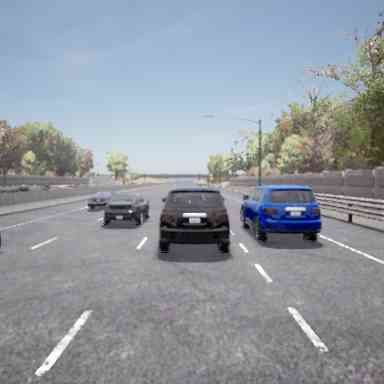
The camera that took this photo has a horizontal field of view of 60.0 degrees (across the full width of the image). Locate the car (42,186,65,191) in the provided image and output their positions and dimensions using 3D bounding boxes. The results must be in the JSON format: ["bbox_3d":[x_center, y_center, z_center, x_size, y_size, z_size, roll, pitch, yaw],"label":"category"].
[{"bbox_3d":[-21.214,-0.193,52.316,1.895,1.301,4.718,0,2,0],"label":"car"}]

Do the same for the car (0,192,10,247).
[{"bbox_3d":[-6.926,1.057,8.452,2.097,1.767,4.553,0,2,0],"label":"car"}]

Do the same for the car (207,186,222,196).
[{"bbox_3d":[3.342,-0.193,50.393,2.033,1.411,5.357,0,2,0],"label":"car"}]

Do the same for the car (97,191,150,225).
[{"bbox_3d":[-3.456,0.872,18.183,1.837,1.490,4.892,0,2,0],"label":"car"}]

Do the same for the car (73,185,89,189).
[{"bbox_3d":[-17.716,-0.326,53.358,1.837,1.490,4.892,0,2,0],"label":"car"}]

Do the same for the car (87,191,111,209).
[{"bbox_3d":[-6.986,0.603,27.301,2.033,1.411,5.357,0,2,0],"label":"car"}]

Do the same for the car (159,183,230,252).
[{"bbox_3d":[0.067,0.801,11.989,2.150,2.045,5.566,0,2,0],"label":"car"}]

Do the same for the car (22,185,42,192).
[{"bbox_3d":[-24.723,-0.261,53.275,1.994,1.385,4.181,0,2,0],"label":"car"}]

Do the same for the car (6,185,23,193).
[{"bbox_3d":[-28.209,-0.369,53.981,1.882,1.535,5.008,0,2,0],"label":"car"}]

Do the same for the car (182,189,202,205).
[{"bbox_3d":[0.001,0.464,32.801,1.895,1.301,4.718,0,2,0],"label":"car"}]

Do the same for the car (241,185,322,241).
[{"bbox_3d":[3.457,0.732,13.813,2.150,2.045,5.566,0,2,0],"label":"car"}]
